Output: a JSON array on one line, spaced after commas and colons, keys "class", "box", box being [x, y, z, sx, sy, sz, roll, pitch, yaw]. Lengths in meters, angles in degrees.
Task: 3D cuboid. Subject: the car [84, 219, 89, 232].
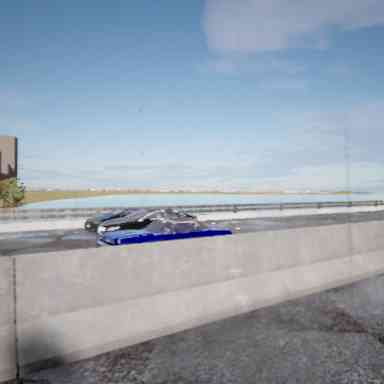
[{"class": "car", "box": [-3.762, 1.584, 18.482, 4.181, 1.385, 1.994, 0, 0, -35]}]

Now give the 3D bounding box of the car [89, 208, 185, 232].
[{"class": "car", "box": [-1.891, 1.512, 15.519, 4.902, 1.511, 2.128, 0, 0, -35]}]

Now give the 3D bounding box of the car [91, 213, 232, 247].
[{"class": "car", "box": [-0.887, 1.618, 11.942, 4.718, 1.301, 1.895, 0, 0, -35]}]
